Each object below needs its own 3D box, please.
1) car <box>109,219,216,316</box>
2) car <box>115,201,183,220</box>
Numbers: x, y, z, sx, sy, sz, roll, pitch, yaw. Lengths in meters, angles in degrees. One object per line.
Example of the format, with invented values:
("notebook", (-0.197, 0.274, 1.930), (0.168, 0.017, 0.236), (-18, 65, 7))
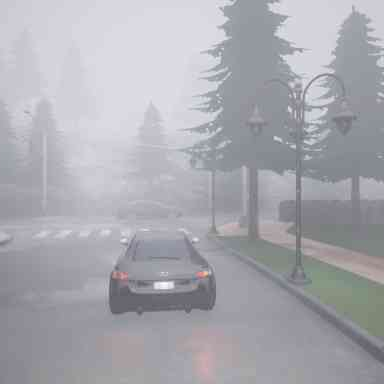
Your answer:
("car", (-0.724, 1.564, 7.670), (1.994, 1.385, 4.181), (0, 0, -7))
("car", (-3.080, 1.398, 24.322), (4.892, 1.490, 1.837), (-1, 1, -12))
